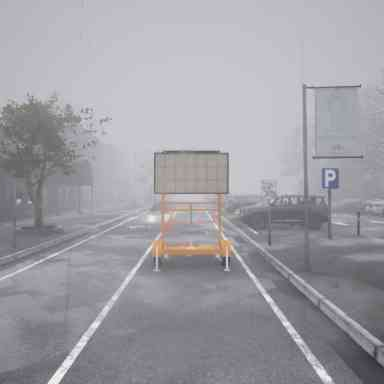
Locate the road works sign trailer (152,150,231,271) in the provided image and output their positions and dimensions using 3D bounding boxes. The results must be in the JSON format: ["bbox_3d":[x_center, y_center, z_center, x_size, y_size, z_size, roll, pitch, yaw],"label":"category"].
[{"bbox_3d":[-0.027,0.458,10.831,2.380,3.560,2.880,0,0,-1],"label":"road works sign trailer"}]

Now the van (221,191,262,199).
[{"bbox_3d":[5.528,1.209,34.594,4.442,1.987,1.878,0,0,0],"label":"van"}]

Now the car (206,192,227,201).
[{"bbox_3d":[5.477,0.989,73.844,4.553,1.767,2.185,0,1,0],"label":"car"}]

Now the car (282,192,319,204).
[{"bbox_3d":[18.673,1.021,57.578,5.566,2.045,2.435,0,1,0],"label":"car"}]

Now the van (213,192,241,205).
[{"bbox_3d":[5.693,1.078,54.221,4.442,1.987,1.878,0,1,0],"label":"van"}]

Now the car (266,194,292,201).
[{"bbox_3d":[18.602,1.140,71.459,4.892,1.521,2.231,0,1,0],"label":"car"}]

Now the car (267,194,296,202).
[{"bbox_3d":[18.421,1.162,68.681,5.366,1.575,1.946,0,1,0],"label":"car"}]

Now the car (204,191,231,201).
[{"bbox_3d":[5.490,0.890,71.039,5.566,2.045,2.435,0,1,0],"label":"car"}]

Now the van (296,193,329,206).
[{"bbox_3d":[18.780,1.100,52.028,4.442,1.987,1.878,0,1,0],"label":"van"}]

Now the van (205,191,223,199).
[{"bbox_3d":[5.363,0.807,82.252,4.442,1.987,1.878,0,1,0],"label":"van"}]

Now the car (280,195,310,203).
[{"bbox_3d":[18.606,1.275,60.355,4.792,1.488,2.163,0,1,0],"label":"car"}]

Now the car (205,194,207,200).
[{"bbox_3d":[5.535,1.235,65.436,4.674,1.452,2.002,0,1,0],"label":"car"}]

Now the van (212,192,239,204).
[{"bbox_3d":[5.683,1.051,57.024,4.442,1.987,1.878,0,1,0],"label":"van"}]

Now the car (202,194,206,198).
[{"bbox_3d":[5.499,0.917,68.236,5.566,2.045,2.435,0,1,0],"label":"car"}]

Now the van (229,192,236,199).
[{"bbox_3d":[5.780,1.220,28.985,4.442,1.987,1.878,0,0,0],"label":"van"}]

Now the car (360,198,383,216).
[{"bbox_3d":[18.712,1.194,29.817,5.566,2.045,2.435,0,0,0],"label":"car"}]

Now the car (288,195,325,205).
[{"bbox_3d":[18.840,1.296,54.804,5.366,1.575,1.946,0,1,0],"label":"car"}]

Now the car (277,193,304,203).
[{"bbox_3d":[18.656,1.093,63.131,4.553,1.767,2.185,0,1,0],"label":"car"}]

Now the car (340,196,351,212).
[{"bbox_3d":[18.716,1.433,35.369,5.008,1.535,2.097,0,0,0],"label":"car"}]

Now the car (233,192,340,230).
[{"bbox_3d":[5.664,1.210,20.574,5.566,2.045,2.435,0,0,0],"label":"car"}]

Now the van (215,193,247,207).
[{"bbox_3d":[5.712,1.131,48.617,4.442,1.987,1.878,0,0,0],"label":"van"}]

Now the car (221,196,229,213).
[{"bbox_3d":[5.649,1.441,31.788,5.008,1.535,2.097,0,0,0],"label":"car"}]

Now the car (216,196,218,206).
[{"bbox_3d":[5.654,1.444,40.200,4.792,1.488,2.163,0,0,0],"label":"car"}]

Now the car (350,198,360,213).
[{"bbox_3d":[18.725,1.441,32.591,4.892,1.521,2.231,0,0,0],"label":"car"}]

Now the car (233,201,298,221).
[{"bbox_3d":[5.676,1.491,26.181,4.674,1.452,2.002,0,0,0],"label":"car"}]

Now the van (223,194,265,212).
[{"bbox_3d":[5.751,1.199,37.396,4.442,1.987,1.878,0,0,0],"label":"van"}]

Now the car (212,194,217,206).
[{"bbox_3d":[5.612,1.379,45.811,4.892,1.521,2.231,0,0,0],"label":"car"}]

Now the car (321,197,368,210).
[{"bbox_3d":[18.672,1.443,40.918,4.792,1.488,2.163,0,0,0],"label":"car"}]

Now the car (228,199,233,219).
[{"bbox_3d":[5.498,1.453,23.378,5.366,1.575,1.946,0,0,0],"label":"car"}]

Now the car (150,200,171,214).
[{"bbox_3d":[-3.324,1.523,35.228,1.895,1.301,4.718,0,0,0],"label":"car"}]

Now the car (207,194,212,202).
[{"bbox_3d":[5.558,1.079,51.417,5.566,2.045,2.435,0,1,0],"label":"car"}]

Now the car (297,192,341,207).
[{"bbox_3d":[18.702,1.101,49.251,5.566,2.045,2.435,0,1,0],"label":"car"}]
